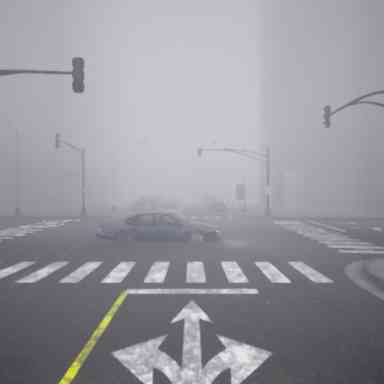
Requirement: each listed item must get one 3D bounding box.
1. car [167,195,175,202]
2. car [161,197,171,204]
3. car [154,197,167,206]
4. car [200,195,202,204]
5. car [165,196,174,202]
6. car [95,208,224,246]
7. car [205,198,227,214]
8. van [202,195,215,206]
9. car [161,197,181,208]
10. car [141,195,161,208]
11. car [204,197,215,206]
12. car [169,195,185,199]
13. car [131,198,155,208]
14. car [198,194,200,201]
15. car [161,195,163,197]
[{"bbox_3d":[-5.552,1.709,88.043,1.967,1.590,4.097,-1,0,0],"label":"car"},{"bbox_3d":[-5.590,1.781,71.031,1.802,1.307,4.206,-1,0,0],"label":"car"},{"bbox_3d":[-5.618,1.683,59.520,1.752,1.417,4.829,-1,0,0],"label":"car"},{"bbox_3d":[2.906,1.598,59.673,1.967,1.590,4.097,-1,0,0],"label":"car"},{"bbox_3d":[-5.564,1.789,82.372,1.887,1.381,4.507,-1,0,0],"label":"car"},{"bbox_3d":[-1.446,1.583,14.756,5.357,1.411,2.033,0,0,0],"label":"car"},{"bbox_3d":[2.854,1.655,36.988,1.947,1.339,4.313,-1,0,0],"label":"car"},{"bbox_3d":[2.891,1.481,54.002,1.690,1.788,3.998,-1,0,0],"label":"van"},{"bbox_3d":[-2.963,1.675,44.686,1.994,1.385,4.181,0,0,0],"label":"car"},{"bbox_3d":[-5.661,1.420,42.678,2.192,1.841,5.009,-1,0,0],"label":"car"},{"bbox_3d":[2.868,1.687,42.659,1.802,1.307,4.206,-1,0,0],"label":"car"},{"bbox_3d":[-2.876,1.708,60.517,2.033,1.411,5.357,0,0,1],"label":"car"},{"bbox_3d":[-5.671,1.655,37.007,1.947,1.339,4.313,-1,0,0],"label":"car"},{"bbox_3d":[2.930,1.514,71.016,2.192,1.841,5.009,-1,0,0],"label":"car"},{"bbox_3d":[-5.634,1.455,54.020,2.192,1.841,5.009,-1,0,0],"label":"car"}]
